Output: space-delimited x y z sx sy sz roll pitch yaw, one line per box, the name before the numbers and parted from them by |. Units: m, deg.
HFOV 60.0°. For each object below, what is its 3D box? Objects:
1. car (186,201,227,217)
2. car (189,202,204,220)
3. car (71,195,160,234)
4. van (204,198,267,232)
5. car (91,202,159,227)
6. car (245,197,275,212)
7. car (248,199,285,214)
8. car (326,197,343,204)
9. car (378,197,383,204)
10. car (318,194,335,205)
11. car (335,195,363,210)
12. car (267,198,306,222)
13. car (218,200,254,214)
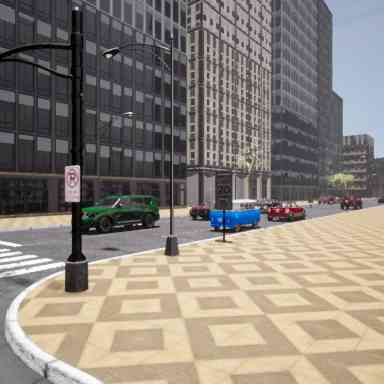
car | 1.466 1.603 31.645 1.802 1.307 4.206 0 0 38
car | 1.834 1.624 28.083 1.895 1.301 4.718 0 0 38
car | -4.381 1.237 20.014 2.150 2.045 5.566 0 0 39
van | 2.722 1.368 20.205 1.690 1.788 3.998 0 0 38
car | -4.659 1.540 23.936 1.752 1.417 4.829 0 0 38
car | 8.274 1.471 40.447 1.967 1.590 4.097 0 0 38
car | 8.217 1.522 36.321 2.128 1.511 4.902 0 0 38
car | 28.695 1.624 66.854 2.008 1.369 4.403 0 0 38
car | 38.331 1.658 66.434 1.947 1.339 4.313 0 0 38
car | 25.292 1.380 62.454 2.192 1.841 5.009 0 0 38
car | 21.314 1.368 44.429 2.192 1.841 5.009 0 0 38
car | 7.700 1.472 26.823 1.967 1.590 4.097 0 0 38
car | 4.870 1.570 36.046 1.887 1.381 4.507 0 0 38
